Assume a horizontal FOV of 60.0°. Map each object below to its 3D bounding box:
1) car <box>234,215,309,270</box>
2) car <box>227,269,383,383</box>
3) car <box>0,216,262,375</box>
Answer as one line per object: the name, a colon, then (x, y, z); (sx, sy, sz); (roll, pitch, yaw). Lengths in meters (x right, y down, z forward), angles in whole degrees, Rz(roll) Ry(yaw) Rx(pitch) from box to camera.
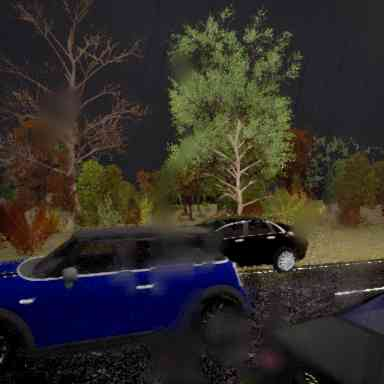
car: (1.018, 1.480, 9.653); (4.892, 1.490, 1.837); (-1, 1, -19)
car: (3.234, 1.550, 3.234); (5.357, 1.411, 2.033); (0, 0, -20)
car: (-1.459, 1.366, 5.326); (4.553, 1.767, 2.097); (0, 0, -19)
